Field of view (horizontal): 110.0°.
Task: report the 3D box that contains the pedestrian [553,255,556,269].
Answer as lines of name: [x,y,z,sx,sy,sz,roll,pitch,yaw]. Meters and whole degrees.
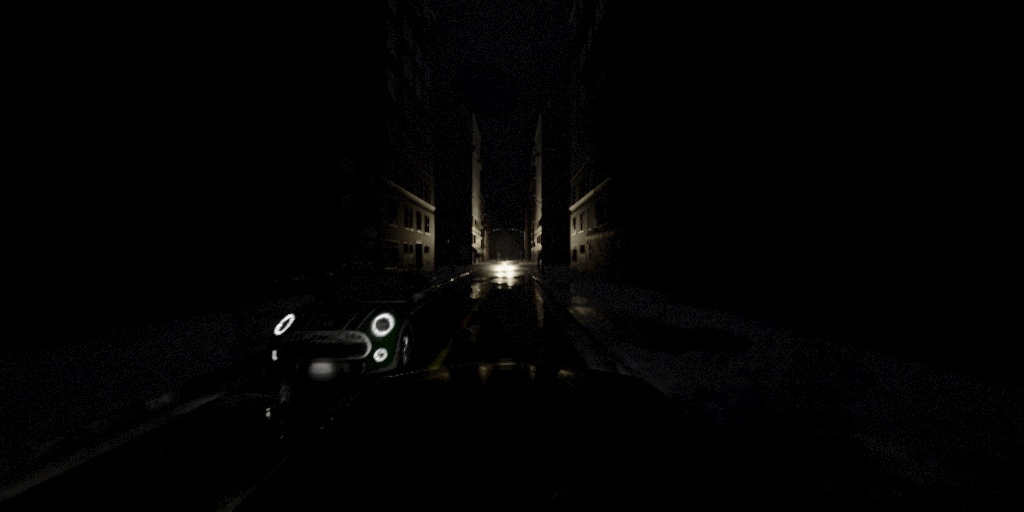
pedestrian: [5.518,0.769,46.831,0.375,1.860,0.375,0,0,0]

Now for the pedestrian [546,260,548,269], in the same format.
pedestrian: [4.518,1.050,46.232,0.375,1.300,0.375,0,0,0]

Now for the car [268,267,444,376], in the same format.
car: [-2.849,1.086,7.609,2.097,1.767,4.553,0,0,0]

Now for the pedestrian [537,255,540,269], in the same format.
pedestrian: [3.518,0.767,47.431,0.375,1.860,0.375,0,0,0]
